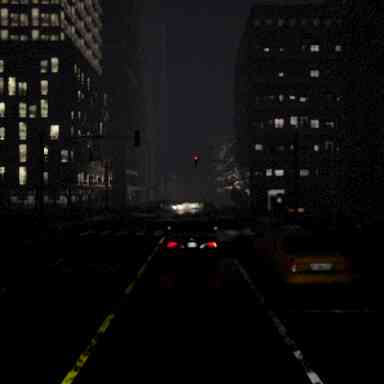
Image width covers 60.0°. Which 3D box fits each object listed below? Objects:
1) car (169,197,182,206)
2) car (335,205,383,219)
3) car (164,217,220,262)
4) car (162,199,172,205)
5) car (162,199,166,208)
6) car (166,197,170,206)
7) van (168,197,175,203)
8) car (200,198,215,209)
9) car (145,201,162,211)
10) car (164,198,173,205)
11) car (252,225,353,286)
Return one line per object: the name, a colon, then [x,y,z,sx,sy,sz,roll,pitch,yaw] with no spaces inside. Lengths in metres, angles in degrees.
car: [-2.981,2.147,68.216,2.128,1.511,4.902,0,-1,0]
car: [16.323,1.929,32.512,4.403,1.369,2.008,0,0,1]
car: [0.015,1.663,12.526,2.033,1.411,5.357,0,-1,0]
car: [-5.679,2.276,75.612,1.802,1.307,4.206,-1,-1,0]
car: [-5.687,2.051,52.995,1.947,1.339,4.313,-1,-1,0]
car: [-5.682,2.187,69.957,1.887,1.381,4.507,-1,-1,0]
van: [-5.678,2.192,92.577,1.690,1.788,3.998,-1,-1,0]
car: [2.693,2.036,52.993,2.008,1.369,4.403,-1,-1,0]
car: [-5.689,1.957,47.171,1.752,1.417,4.829,-1,-1,0]
car: [-5.678,2.291,81.266,1.887,1.381,4.507,-1,-1,0]
car: [2.809,1.613,9.555,1.752,1.417,4.829,-1,-1,0]
